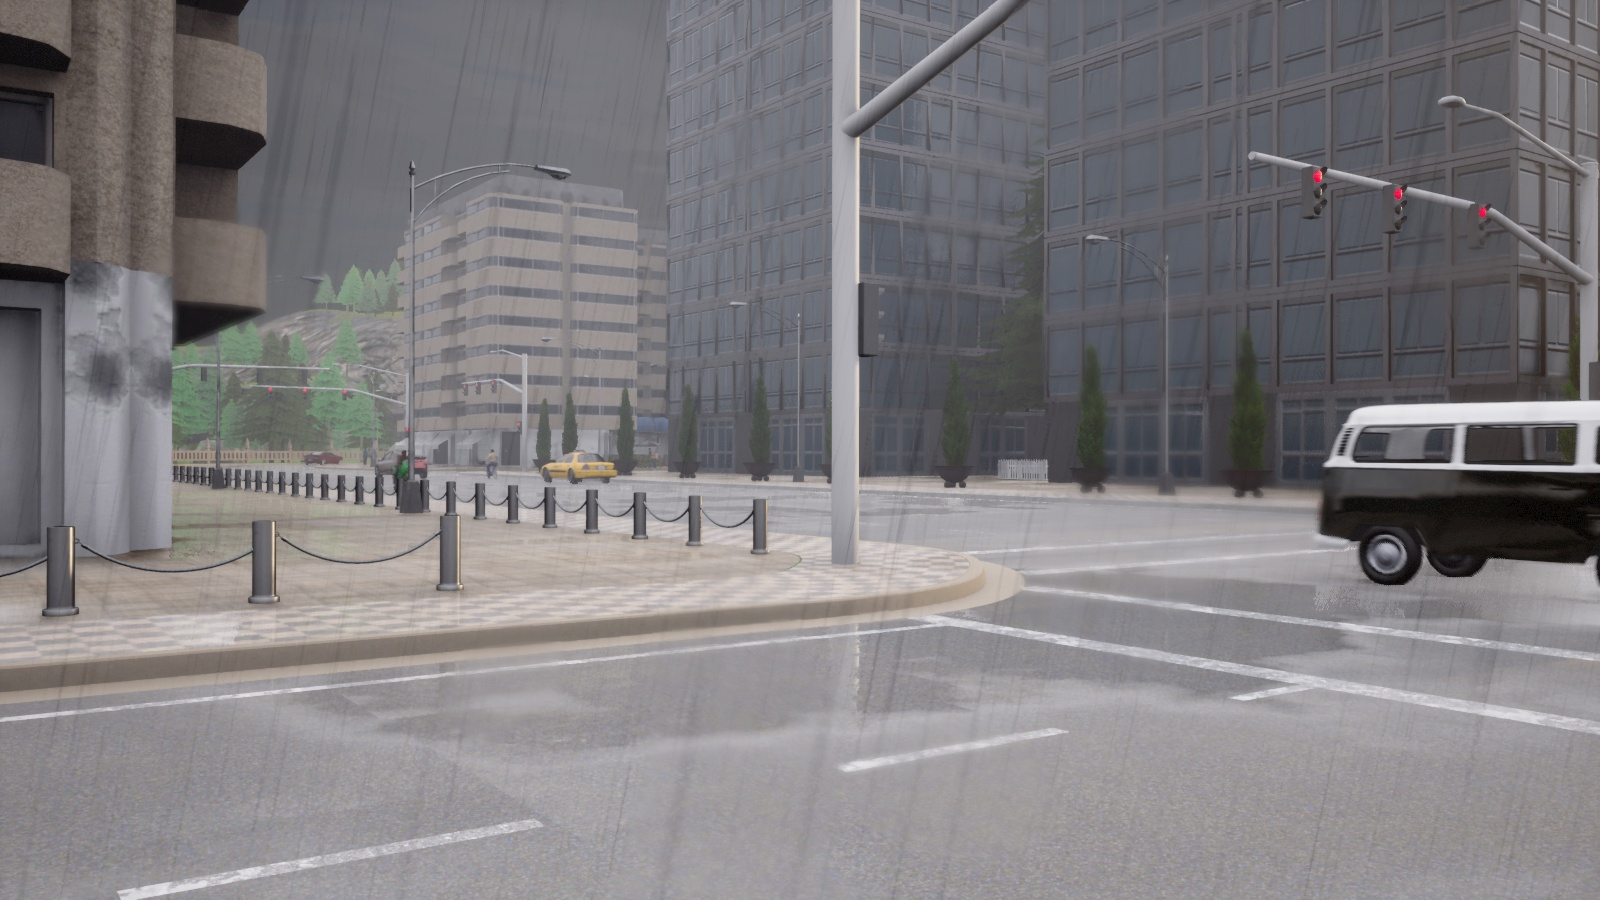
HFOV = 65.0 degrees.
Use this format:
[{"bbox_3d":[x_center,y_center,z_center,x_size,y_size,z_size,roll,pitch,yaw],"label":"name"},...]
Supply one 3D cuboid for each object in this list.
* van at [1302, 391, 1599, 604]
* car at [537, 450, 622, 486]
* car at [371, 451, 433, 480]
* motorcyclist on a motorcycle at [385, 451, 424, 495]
[{"bbox_3d":[7.969,0.457,13.337,2.069,2.038,4.480,0,0,-36],"label":"van"},{"bbox_3d":[-10.237,0.792,57.963,1.801,1.575,5.366,0,0,-34],"label":"car"},{"bbox_3d":[-21.780,0.850,68.660,2.007,1.525,4.514,0,0,-34],"label":"car"},{"bbox_3d":[-14.251,0.812,45.221,0.797,1.523,2.044,0,0,-34],"label":"motorcyclist on a motorcycle"}]
